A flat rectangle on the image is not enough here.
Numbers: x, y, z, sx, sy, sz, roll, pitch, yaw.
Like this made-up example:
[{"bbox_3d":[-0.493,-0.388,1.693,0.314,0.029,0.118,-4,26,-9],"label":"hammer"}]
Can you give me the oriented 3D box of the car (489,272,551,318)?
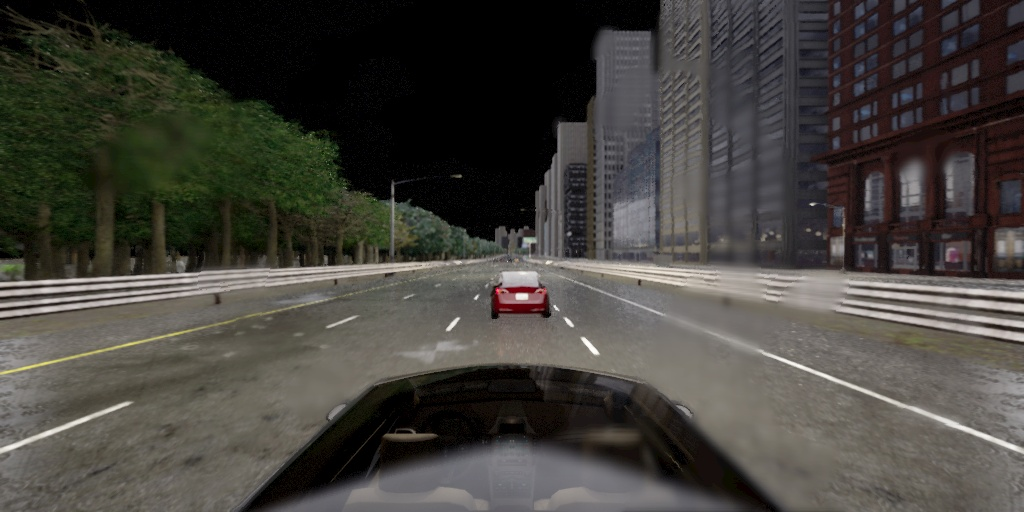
[{"bbox_3d":[0.233,1.297,13.312,2.163,1.488,4.792,0,0,-2],"label":"car"}]
